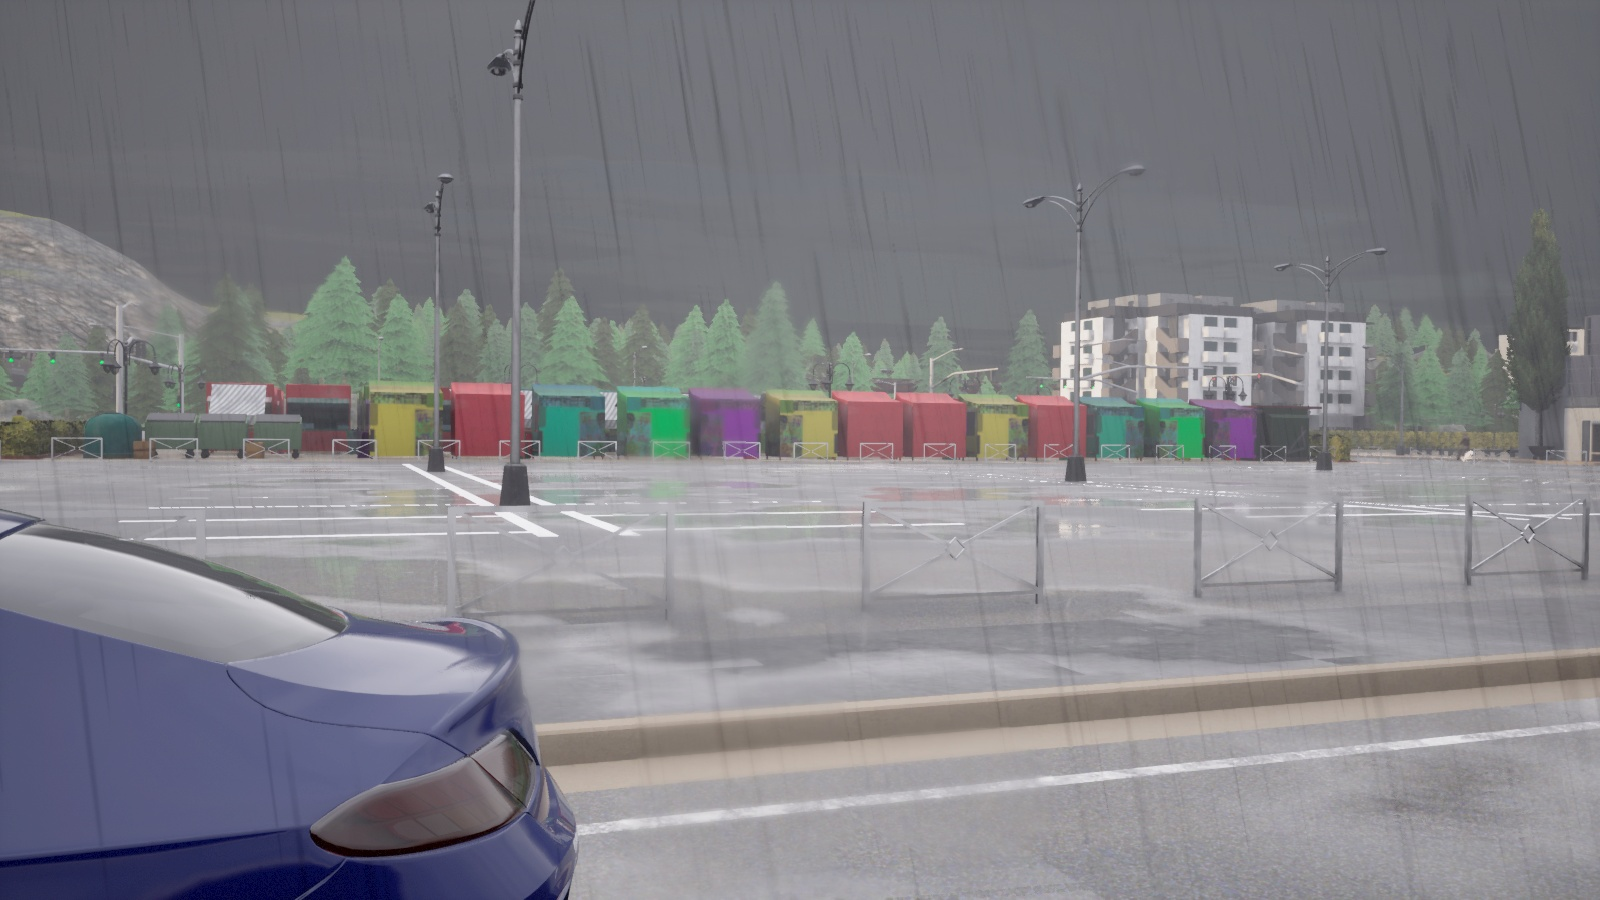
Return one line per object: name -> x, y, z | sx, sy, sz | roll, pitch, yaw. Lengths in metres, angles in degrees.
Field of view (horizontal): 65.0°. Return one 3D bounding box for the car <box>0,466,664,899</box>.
car -> -2.743, 0.818, 2.198 | 4.674, 1.442, 1.812 | -1, 1, -21
